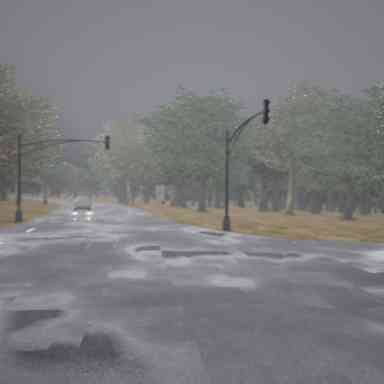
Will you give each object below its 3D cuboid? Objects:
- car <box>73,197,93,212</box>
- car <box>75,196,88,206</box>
[{"bbox_3d":[-12.764,1.484,39.009,1.837,1.490,4.892,1,0,-17],"label":"car"},{"bbox_3d":[-18.575,1.537,55.864,1.882,1.535,5.008,1,-1,-21],"label":"car"}]
